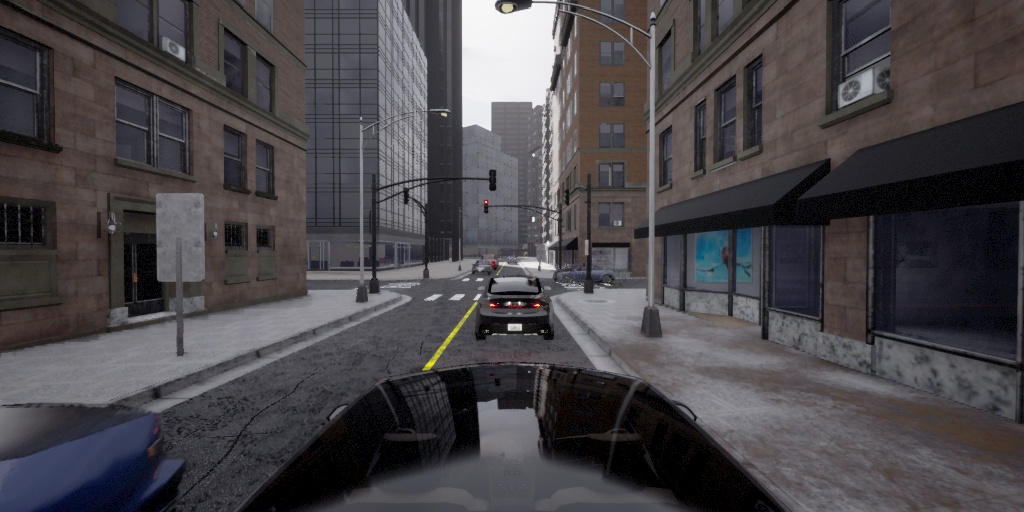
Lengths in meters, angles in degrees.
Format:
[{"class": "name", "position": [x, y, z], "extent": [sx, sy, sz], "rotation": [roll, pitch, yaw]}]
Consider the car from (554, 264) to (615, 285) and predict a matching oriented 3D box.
[{"class": "car", "position": [5.011, 1.247, 25.130], "extent": [4.181, 1.385, 1.994], "rotation": [0, 1, 0]}]

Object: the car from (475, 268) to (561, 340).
[{"class": "car", "position": [0.073, 1.252, 9.961], "extent": [1.837, 1.490, 4.892], "rotation": [0, 0, 0]}]

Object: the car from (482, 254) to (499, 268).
[{"class": "car", "position": [-3.138, 0.808, 48.256], "extent": [2.150, 2.045, 5.566], "rotation": [0, 1, 0]}]

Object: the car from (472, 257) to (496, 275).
[{"class": "car", "position": [-3.124, 1.162, 37.952], "extent": [2.128, 1.511, 4.902], "rotation": [0, 0, 0]}]
